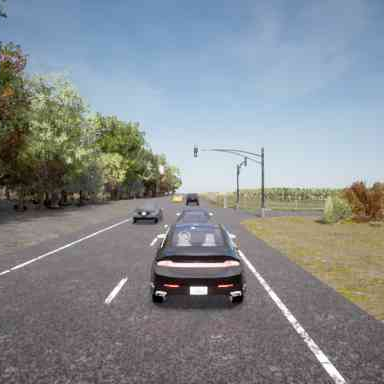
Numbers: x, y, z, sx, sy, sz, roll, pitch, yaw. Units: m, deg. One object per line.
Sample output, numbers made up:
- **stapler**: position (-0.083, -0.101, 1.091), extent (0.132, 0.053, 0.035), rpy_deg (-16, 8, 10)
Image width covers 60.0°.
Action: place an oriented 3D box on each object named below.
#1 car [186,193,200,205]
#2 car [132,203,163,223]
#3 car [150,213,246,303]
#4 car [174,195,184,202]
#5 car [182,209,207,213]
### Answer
- **car**: position (0.166, 1.228, 58.977), extent (2.150, 2.045, 5.566), rpy_deg (0, 0, 1)
- **car**: position (-3.342, 1.554, 25.763), extent (2.033, 1.411, 5.357), rpy_deg (0, 0, 0)
- **car**: position (0.118, 1.494, 8.184), extent (2.128, 1.511, 4.902), rpy_deg (0, 0, 0)
- **car**: position (-3.323, 1.481, 79.993), extent (1.882, 1.535, 5.008), rpy_deg (0, 0, 0)
- **car**: position (0.136, 1.569, 17.101), extent (1.994, 1.385, 4.181), rpy_deg (0, 0, 0)
